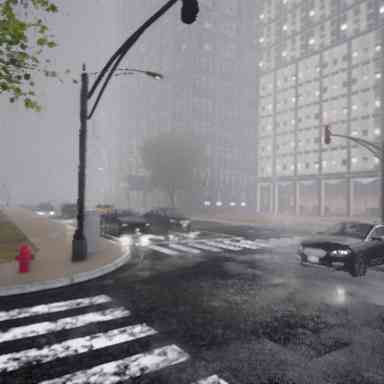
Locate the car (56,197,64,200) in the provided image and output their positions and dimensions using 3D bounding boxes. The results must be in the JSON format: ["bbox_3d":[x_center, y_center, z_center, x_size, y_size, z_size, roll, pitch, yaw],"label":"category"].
[{"bbox_3d":[-33.742,2.599,81.913,2.128,1.511,4.902,2,-2,-31],"label":"car"}]

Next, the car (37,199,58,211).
[{"bbox_3d":[-22.134,2.186,50.407,1.895,1.301,4.718,2,-2,-31],"label":"car"}]

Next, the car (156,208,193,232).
[{"bbox_3d":[-1.718,1.849,22.997,2.128,1.511,4.902,2,-2,-31],"label":"car"}]

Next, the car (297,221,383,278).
[{"bbox_3d":[5.538,1.731,11.028,4.902,1.511,2.128,1,-1,-34],"label":"car"}]

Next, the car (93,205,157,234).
[{"bbox_3d":[-4.464,1.802,21.258,2.033,1.411,5.357,2,-2,-31],"label":"car"}]

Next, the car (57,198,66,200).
[{"bbox_3d":[-19.204,2.172,51.844,2.128,1.511,4.902,2,-2,-31],"label":"car"}]

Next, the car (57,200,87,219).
[{"bbox_3d":[-11.783,1.888,33.259,1.837,1.490,4.892,2,0,-32],"label":"car"}]

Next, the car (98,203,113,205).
[{"bbox_3d":[-8.947,1.967,34.849,1.882,1.535,5.008,2,-1,-32],"label":"car"}]
